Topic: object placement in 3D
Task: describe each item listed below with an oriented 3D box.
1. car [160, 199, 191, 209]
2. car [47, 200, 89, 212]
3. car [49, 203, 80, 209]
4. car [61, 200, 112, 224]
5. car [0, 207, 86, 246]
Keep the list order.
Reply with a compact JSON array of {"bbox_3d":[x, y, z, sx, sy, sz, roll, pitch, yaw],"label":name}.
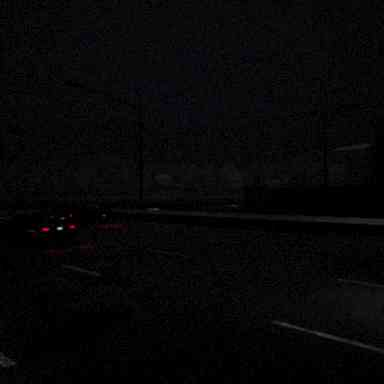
[{"bbox_3d":[-2.260,1.610,45.472,4.181,1.385,1.994,-1,0,-21],"label":"car"},{"bbox_3d":[-15.841,1.736,42.554,4.674,1.442,1.812,-1,0,-3],"label":"car"},{"bbox_3d":[-9.761,1.690,22.452,4.181,1.385,1.994,-1,0,41],"label":"car"},{"bbox_3d":[-8.276,1.587,25.796,5.008,1.535,1.882,-1,0,41],"label":"car"},{"bbox_3d":[-7.579,1.644,15.934,5.357,1.411,2.033,-1,0,41],"label":"car"}]
